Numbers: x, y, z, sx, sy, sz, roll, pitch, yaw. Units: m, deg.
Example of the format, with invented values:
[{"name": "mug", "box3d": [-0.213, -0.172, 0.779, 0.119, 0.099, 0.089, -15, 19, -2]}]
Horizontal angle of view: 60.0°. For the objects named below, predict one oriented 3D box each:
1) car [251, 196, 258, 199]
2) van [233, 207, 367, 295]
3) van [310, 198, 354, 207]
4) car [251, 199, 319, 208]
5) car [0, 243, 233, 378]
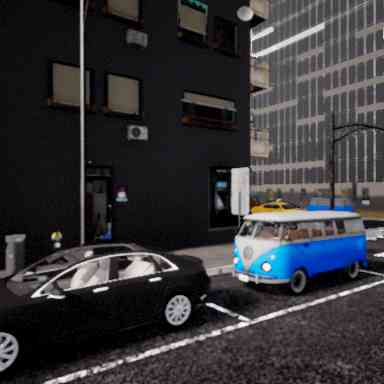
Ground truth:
[{"name": "car", "box3d": [5.724, 1.358, 38.284, 2.192, 1.841, 5.009, 0, 0, -35]}, {"name": "van", "box3d": [2.856, 1.402, 8.612, 3.998, 1.788, 1.690, 1, -1, -35]}, {"name": "van", "box3d": [12.083, 1.434, 29.252, 1.690, 1.788, 3.998, 0, 0, -35]}, {"name": "car", "box3d": [7.059, 1.599, 26.321, 1.882, 1.535, 5.008, 0, 0, -35]}, {"name": "car", "box3d": [-1.704, 1.564, 5.356, 4.403, 1.369, 2.008, 1, -1, -35]}]
